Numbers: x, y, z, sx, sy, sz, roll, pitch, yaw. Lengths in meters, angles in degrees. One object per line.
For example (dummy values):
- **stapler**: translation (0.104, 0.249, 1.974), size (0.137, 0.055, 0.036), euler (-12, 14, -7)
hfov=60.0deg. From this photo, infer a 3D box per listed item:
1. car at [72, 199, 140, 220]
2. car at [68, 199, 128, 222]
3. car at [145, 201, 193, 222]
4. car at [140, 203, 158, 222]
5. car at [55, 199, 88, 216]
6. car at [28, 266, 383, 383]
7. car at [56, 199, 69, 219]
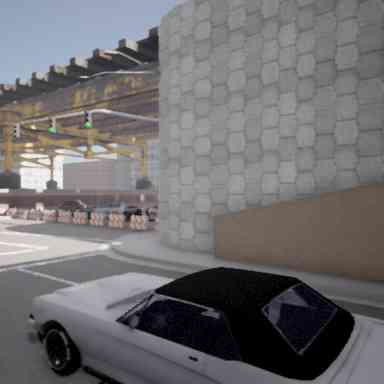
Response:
- **car**: translation (-6.433, 1.254, 25.619), size (4.536, 1.218, 1.853), euler (0, 0, 1)
- **car**: translation (-6.485, 1.412, 25.620), size (4.974, 1.542, 2.038), euler (0, 0, 1)
- **car**: translation (-1.743, 1.265, 23.071), size (1.853, 1.218, 4.536), euler (0, 0, -24)
- **car**: translation (-1.722, 1.423, 23.024), size (2.038, 1.542, 4.974), euler (0, 0, -24)
- **car**: translation (-10.182, 1.244, 28.432), size (1.853, 1.218, 4.536), euler (0, 0, -9)
- **car**: translation (0.111, 1.597, 3.883), size (4.718, 1.301, 1.895), euler (0, 0, 36)
- **car**: translation (-10.174, 1.402, 28.381), size (2.038, 1.542, 4.974), euler (0, 0, -9)
